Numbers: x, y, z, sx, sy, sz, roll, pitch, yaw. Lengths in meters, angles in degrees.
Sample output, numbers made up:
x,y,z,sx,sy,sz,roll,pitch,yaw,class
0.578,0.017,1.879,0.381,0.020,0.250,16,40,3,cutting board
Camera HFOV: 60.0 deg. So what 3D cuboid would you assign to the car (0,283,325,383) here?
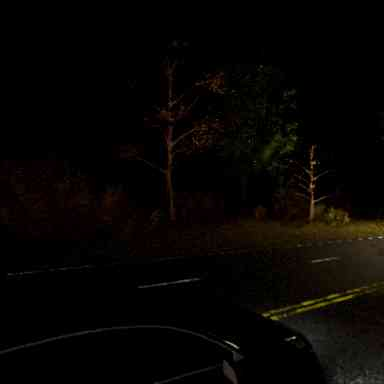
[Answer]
x,y,z,sx,sy,sz,roll,pitch,yaw,class
-0.848,1.604,2.819,4.892,1.490,1.837,2,-2,-36,car
